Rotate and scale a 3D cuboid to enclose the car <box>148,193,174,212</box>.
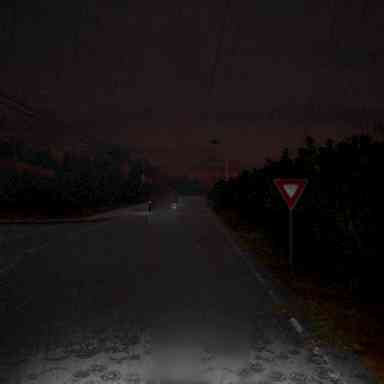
[{"bbox_3d":[-3.569,1.087,37.657,2.150,2.045,5.566,0,0,1],"label":"car"}]

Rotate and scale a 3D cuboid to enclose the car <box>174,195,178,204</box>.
[{"bbox_3d":[-3.438,1.284,58.609,2.128,1.511,4.902,0,0,1],"label":"car"}]
